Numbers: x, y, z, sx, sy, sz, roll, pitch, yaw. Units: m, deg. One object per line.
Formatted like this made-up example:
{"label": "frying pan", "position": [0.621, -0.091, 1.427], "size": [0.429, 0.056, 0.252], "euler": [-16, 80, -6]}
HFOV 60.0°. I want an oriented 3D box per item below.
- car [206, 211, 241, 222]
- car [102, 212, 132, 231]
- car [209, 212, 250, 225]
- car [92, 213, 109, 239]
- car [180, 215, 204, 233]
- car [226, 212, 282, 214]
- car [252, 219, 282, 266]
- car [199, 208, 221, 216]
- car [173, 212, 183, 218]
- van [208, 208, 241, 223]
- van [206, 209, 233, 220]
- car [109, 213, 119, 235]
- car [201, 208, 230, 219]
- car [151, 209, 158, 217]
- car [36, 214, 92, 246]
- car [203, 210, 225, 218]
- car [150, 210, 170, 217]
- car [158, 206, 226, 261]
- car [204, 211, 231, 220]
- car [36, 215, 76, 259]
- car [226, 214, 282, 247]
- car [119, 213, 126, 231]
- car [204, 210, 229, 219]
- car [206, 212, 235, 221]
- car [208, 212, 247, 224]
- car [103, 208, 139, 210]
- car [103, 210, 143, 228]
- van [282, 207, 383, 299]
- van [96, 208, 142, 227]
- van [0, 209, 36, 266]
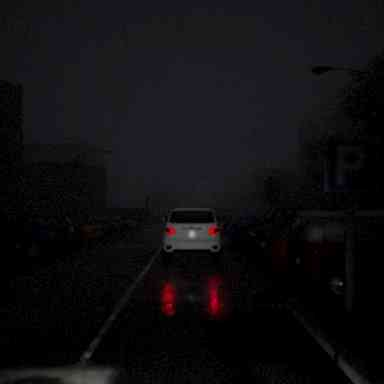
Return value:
{"label": "car", "position": [4.652, 3.713, 50.143], "size": [5.008, 1.535, 2.097], "euler": [0, -3, 0]}
{"label": "car", "position": [-7.674, 2.601, 27.426], "size": [4.674, 1.452, 2.002], "euler": [0, -3, 0]}
{"label": "car", "position": [4.649, 3.283, 41.648], "size": [4.892, 1.521, 2.231], "euler": [0, -3, 0]}
{"label": "car", "position": [-7.863, 2.141, 19.191], "size": [5.366, 1.575, 1.946], "euler": [0, -3, 0]}
{"label": "car", "position": [0.007, 2.743, 29.343], "size": [1.994, 1.385, 4.181], "euler": [0, -3, 0]}
{"label": "car", "position": [4.683, 2.463, 24.906], "size": [4.792, 1.488, 2.163], "euler": [0, -3, 0]}
{"label": "car", "position": [4.681, 1.781, 10.976], "size": [4.792, 1.488, 2.163], "euler": [0, -2, 0]}
{"label": "car", "position": [4.633, 5.295, 86.302], "size": [5.566, 2.045, 2.435], "euler": [0, -3, 0]}
{"label": "car", "position": [-2.991, 4.825, 69.816], "size": [1.895, 1.301, 4.718], "euler": [0, -3, 0]}
{"label": "van", "position": [4.540, 3.340, 47.240], "size": [4.442, 1.987, 1.878], "euler": [0, -3, 0]}
{"label": "van", "position": [4.775, 3.906, 58.400], "size": [4.442, 1.987, 1.878], "euler": [0, -3, 0]}
{"label": "car", "position": [-7.648, 2.315, 21.978], "size": [4.792, 1.488, 2.163], "euler": [0, -3, 0]}
{"label": "car", "position": [4.687, 4.305, 66.773], "size": [5.566, 2.045, 2.435], "euler": [0, -3, 0]}
{"label": "car", "position": [-7.698, 4.782, 76.192], "size": [5.566, 2.045, 2.435], "euler": [0, -3, 0]}
{"label": "car", "position": [-7.647, 1.870, 16.282], "size": [4.553, 1.767, 2.185], "euler": [0, -3, 0]}
{"label": "car", "position": [4.691, 4.713, 72.345], "size": [4.553, 1.767, 2.185], "euler": [0, -3, 0]}
{"label": "car", "position": [-7.638, 5.050, 78.995], "size": [4.553, 1.767, 2.185], "euler": [0, -3, 0]}
{"label": "car", "position": [0.003, 1.626, 14.082], "size": [2.150, 2.045, 5.566], "euler": [0, -3, 0]}
{"label": "car", "position": [4.686, 4.302, 61.179], "size": [4.792, 1.488, 2.163], "euler": [0, -3, 0]}
{"label": "car", "position": [-7.684, 1.859, 13.490], "size": [5.008, 1.535, 2.097], "euler": [0, -2, 0]}
{"label": "car", "position": [4.623, 2.180, 19.326], "size": [4.792, 1.488, 2.163], "euler": [0, -3, 0]}
{"label": "car", "position": [-7.674, 2.466, 24.763], "size": [4.674, 1.452, 2.002], "euler": [0, -3, 0]}
{"label": "car", "position": [4.628, 4.289, 63.975], "size": [4.553, 1.767, 2.185], "euler": [0, -3, 0]}
{"label": "car", "position": [4.655, 4.030, 55.596], "size": [4.674, 1.452, 2.002], "euler": [0, -3, 0]}
{"label": "car", "position": [4.662, 3.425, 44.439], "size": [4.892, 1.521, 2.231], "euler": [0, -3, 0]}
{"label": "car", "position": [-7.704, 2.593, 33.016], "size": [5.566, 2.045, 2.435], "euler": [0, -3, 0]}
{"label": "car", "position": [-7.491, 2.706, 30.341], "size": [5.366, 1.575, 1.946], "euler": [0, -3, 0]}
{"label": "van", "position": [4.768, 1.428, 8.201], "size": [4.442, 1.987, 1.878], "euler": [0, -2, 0]}
{"label": "van", "position": [-7.792, 2.760, 35.802], "size": [4.442, 1.987, 1.878], "euler": [0, -3, 0]}
{"label": "van", "position": [-7.795, 1.516, 10.727], "size": [4.442, 1.987, 1.878], "euler": [0, -2, 0]}
